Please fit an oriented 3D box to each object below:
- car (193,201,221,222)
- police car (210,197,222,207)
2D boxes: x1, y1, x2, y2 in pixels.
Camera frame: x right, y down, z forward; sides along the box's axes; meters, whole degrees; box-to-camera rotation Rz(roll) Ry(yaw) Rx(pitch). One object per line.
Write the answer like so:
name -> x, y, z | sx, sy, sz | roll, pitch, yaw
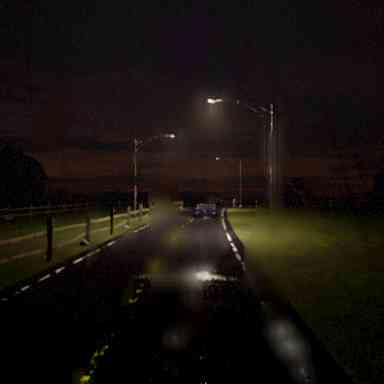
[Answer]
car -> 1.126, 1.601, 26.753 | 1.895, 1.301, 4.718 | 0, 0, 4
police car -> 3.856, 1.650, 53.919 | 1.930, 1.638, 5.238 | 0, 0, 7
